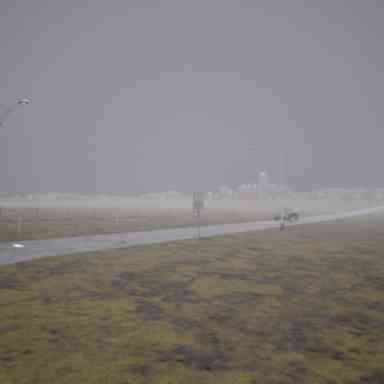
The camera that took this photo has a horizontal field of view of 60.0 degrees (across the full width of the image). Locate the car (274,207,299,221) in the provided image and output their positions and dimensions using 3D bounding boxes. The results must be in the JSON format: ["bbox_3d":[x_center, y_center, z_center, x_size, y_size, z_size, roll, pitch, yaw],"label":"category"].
[{"bbox_3d":[14.237,3.247,49.779,2.150,2.045,5.566,-2,-3,35],"label":"car"}]
